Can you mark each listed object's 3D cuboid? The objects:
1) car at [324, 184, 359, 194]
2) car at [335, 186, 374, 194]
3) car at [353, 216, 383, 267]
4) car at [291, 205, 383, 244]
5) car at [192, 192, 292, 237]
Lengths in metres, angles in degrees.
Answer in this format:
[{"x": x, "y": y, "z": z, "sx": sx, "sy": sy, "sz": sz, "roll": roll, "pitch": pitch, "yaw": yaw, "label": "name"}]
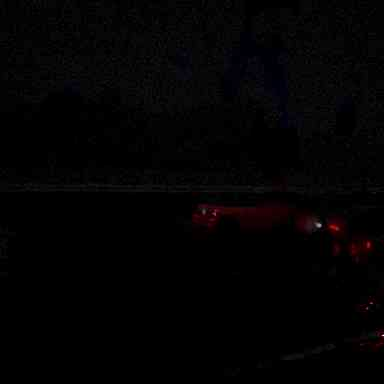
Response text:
[{"x": 21.171, "y": -0.116, "z": 46.581, "sx": 5.566, "sy": 2.045, "sz": 2.150, "roll": 0, "pitch": 3, "yaw": -25, "label": "car"}, {"x": 21.204, "y": 0.322, "z": 42.771, "sx": 4.892, "sy": 1.490, "sz": 1.837, "roll": 0, "pitch": 3, "yaw": -25, "label": "car"}, {"x": 6.801, "y": 1.421, "z": 8.786, "sx": 4.718, "sy": 1.301, "sz": 1.895, "roll": 0, "pitch": 3, "yaw": -25, "label": "car"}, {"x": 6.633, "y": 1.211, "z": 12.571, "sx": 5.357, "sy": 1.411, "sz": 2.033, "roll": 0, "pitch": 3, "yaw": -25, "label": "car"}, {"x": 2.394, "y": 0.834, "z": 14.420, "sx": 4.553, "sy": 1.767, "sz": 2.097, "roll": 0, "pitch": 3, "yaw": -25, "label": "car"}]
